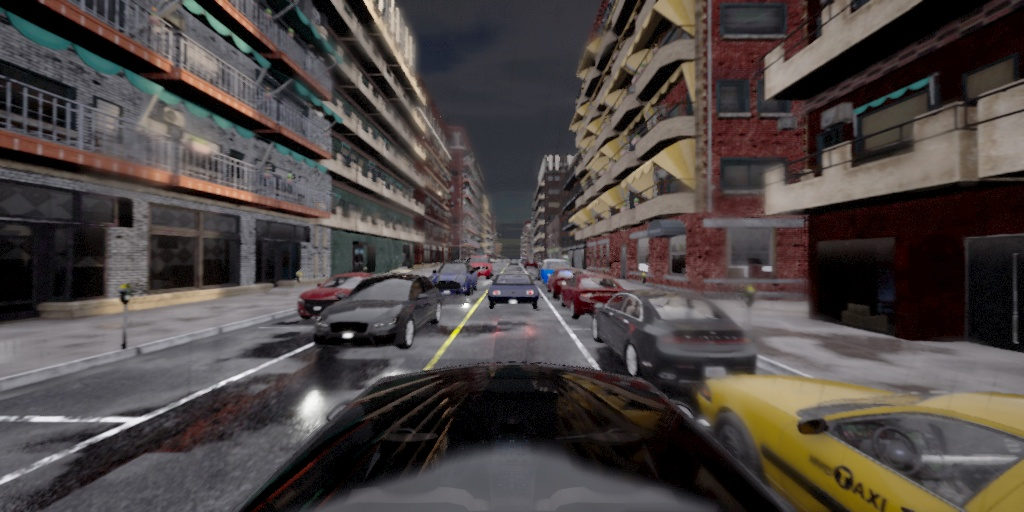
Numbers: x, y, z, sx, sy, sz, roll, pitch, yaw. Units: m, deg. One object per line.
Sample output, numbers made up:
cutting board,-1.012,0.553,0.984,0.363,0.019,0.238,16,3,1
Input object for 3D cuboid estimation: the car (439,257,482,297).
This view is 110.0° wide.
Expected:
car,-3.005,1.097,18.867,2.097,1.767,4.553,0,0,0

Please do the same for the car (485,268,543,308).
car,0.063,1.352,15.088,1.895,1.301,4.718,0,0,0

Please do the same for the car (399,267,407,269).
car,-5.608,1.261,18.149,1.751,1.417,4.829,0,0,0

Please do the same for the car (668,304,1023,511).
car,2.681,1.283,1.684,1.751,1.417,4.829,0,0,0

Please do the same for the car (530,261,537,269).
car,2.835,1.316,29.598,2.007,1.370,4.403,0,0,0

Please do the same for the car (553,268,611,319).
car,2.742,1.304,12.612,1.888,1.381,4.507,0,0,0

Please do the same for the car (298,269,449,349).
car,-3.066,1.246,9.185,1.837,1.490,4.892,0,0,1

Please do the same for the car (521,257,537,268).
car,2.992,1.103,57.907,2.192,1.841,5.009,0,0,0

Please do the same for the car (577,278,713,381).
car,2.710,1.308,6.949,2.007,1.370,4.403,0,0,0

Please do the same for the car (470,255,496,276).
car,-2.846,0.956,31.126,2.150,2.045,5.566,0,0,0

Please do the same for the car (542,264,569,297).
car,2.773,1.305,18.273,1.888,1.381,4.507,0,0,0

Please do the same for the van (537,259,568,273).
van,2.804,1.103,23.936,1.690,1.789,3.998,0,0,0
